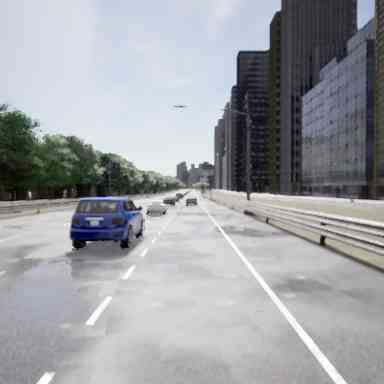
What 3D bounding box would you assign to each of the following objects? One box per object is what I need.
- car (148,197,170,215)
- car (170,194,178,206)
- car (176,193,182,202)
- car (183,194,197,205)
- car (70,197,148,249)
[{"bbox_3d":[-3.555,1.533,34.267,1.812,1.442,4.674,0,0,0],"label":"car"},{"bbox_3d":[-3.642,1.534,54.279,1.837,1.490,4.892,0,0,0],"label":"car"},{"bbox_3d":[-3.771,1.600,74.827,1.994,1.385,4.181,0,0,0],"label":"car"},{"bbox_3d":[-0.071,1.525,60.146,2.128,1.511,4.902,0,0,0],"label":"car"},{"bbox_3d":[-3.508,1.221,14.647,2.150,2.045,5.566,0,0,0],"label":"car"}]
